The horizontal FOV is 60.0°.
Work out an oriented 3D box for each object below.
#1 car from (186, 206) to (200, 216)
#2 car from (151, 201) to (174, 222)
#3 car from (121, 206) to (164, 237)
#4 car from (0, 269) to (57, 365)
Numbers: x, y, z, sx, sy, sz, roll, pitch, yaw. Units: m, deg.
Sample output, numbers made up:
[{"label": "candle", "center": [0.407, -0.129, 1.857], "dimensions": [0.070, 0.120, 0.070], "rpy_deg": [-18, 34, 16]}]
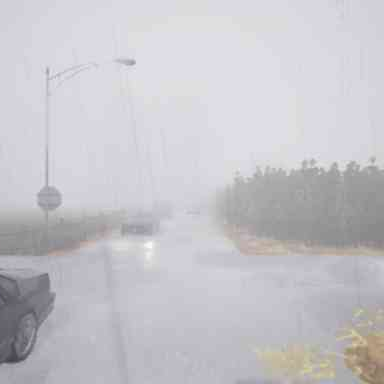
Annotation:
[{"label": "car", "center": [0.175, 2.516, 45.370], "dimensions": [1.895, 1.301, 4.718], "rpy_deg": [0, -1, 0]}, {"label": "car", "center": [-3.133, 1.978, 35.281], "dimensions": [2.150, 2.045, 5.566], "rpy_deg": [0, -1, 0]}, {"label": "car", "center": [-3.205, 1.955, 21.536], "dimensions": [1.882, 1.535, 5.008], "rpy_deg": [0, -1, 1]}, {"label": "car", "center": [-3.196, 1.595, 3.302], "dimensions": [2.033, 1.411, 5.357], "rpy_deg": [0, -1, 0]}]
